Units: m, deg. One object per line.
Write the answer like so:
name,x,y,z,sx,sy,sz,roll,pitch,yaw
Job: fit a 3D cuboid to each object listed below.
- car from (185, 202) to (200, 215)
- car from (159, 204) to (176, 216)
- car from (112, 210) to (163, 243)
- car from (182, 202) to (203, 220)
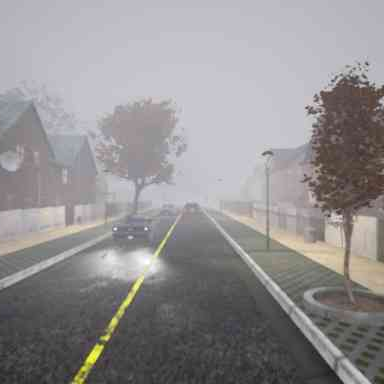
car,0.029,2.165,44.059,1.837,1.490,4.892,0,-1,0
car,-2.898,2.137,40.215,2.033,1.411,5.357,0,-1,0
car,-2.873,1.839,17.718,1.895,1.301,4.718,0,-1,0
car,0.053,1.835,33.850,2.097,1.767,4.553,0,-1,0
